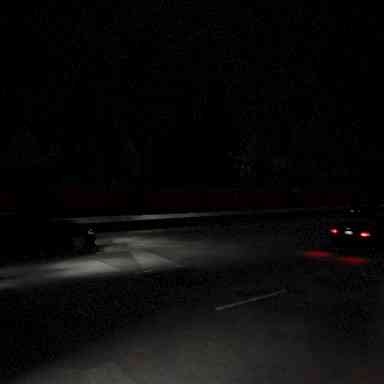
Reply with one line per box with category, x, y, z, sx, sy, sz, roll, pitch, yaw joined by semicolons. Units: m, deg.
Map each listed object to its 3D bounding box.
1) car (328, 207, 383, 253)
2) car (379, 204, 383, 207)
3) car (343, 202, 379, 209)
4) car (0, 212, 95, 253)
car;7.790;1.547;13.713;5.357;1.411;2.033;0;0;-36
car;15.596;1.600;23.718;4.718;1.301;1.895;0;0;-36
car;14.365;1.547;27.139;5.357;1.411;2.033;0;0;-36
car;-6.133;1.478;12.280;5.008;1.535;1.882;1;0;-36
